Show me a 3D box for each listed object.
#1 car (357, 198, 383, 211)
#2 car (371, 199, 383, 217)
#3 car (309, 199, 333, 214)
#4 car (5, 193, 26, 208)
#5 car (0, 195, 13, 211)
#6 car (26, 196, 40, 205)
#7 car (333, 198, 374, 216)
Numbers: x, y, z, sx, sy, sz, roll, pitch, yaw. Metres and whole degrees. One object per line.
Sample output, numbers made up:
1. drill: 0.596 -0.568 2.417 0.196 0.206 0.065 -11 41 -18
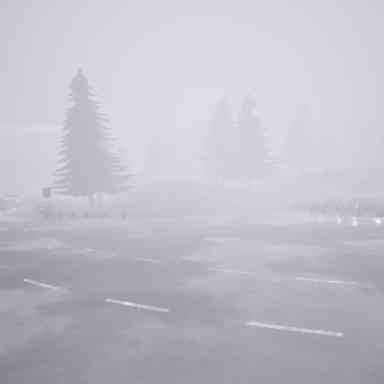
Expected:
1. car: 22.670 1.530 41.446 4.181 1.385 1.994 0 0 -35
2. car: 18.427 1.565 29.911 4.181 1.385 1.994 0 0 -35
3. car: 14.602 1.476 35.779 5.008 1.535 1.882 0 0 -35
4. car: -26.530 1.218 49.024 2.150 2.045 5.566 0 0 -18
5. car: -23.272 1.486 39.722 2.128 1.511 4.902 0 0 -22
6. car: -28.670 1.478 59.275 1.882 1.535 5.008 0 0 -11
7. car: 16.432 1.352 32.787 4.553 1.767 2.097 0 0 -35
